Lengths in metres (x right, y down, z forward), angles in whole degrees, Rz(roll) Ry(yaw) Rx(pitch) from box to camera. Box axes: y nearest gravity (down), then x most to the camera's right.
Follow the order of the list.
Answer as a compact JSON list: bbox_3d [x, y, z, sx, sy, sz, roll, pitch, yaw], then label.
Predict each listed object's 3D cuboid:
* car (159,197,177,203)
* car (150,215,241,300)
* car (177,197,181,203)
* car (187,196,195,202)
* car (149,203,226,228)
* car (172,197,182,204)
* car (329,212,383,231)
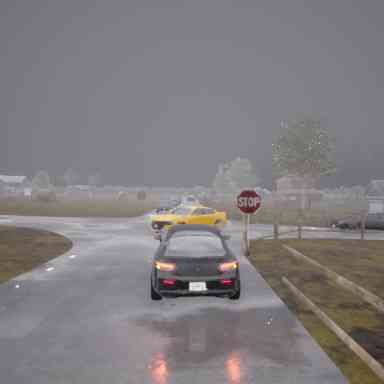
[{"bbox_3d":[-2.939,1.529,37.139,1.837,1.490,4.892,0,0,0],"label":"car"},{"bbox_3d":[0.027,1.528,8.265,1.812,1.442,4.674,0,0,-2],"label":"car"},{"bbox_3d":[-2.953,1.596,46.284,1.994,1.385,4.181,0,0,0],"label":"car"},{"bbox_3d":[-0.192,1.563,78.464,1.882,1.535,5.008,0,0,0],"label":"car"},{"bbox_3d":[-0.120,1.532,18.783,1.882,1.535,5.008,0,-2,44],"label":"car"},{"bbox_3d":[-2.943,1.664,65.973,1.895,1.301,4.718,0,0,0],"label":"car"},{"bbox_3d":[12.687,2.105,23.595,5.357,1.411,2.033,2,0,-2],"label":"car"}]
